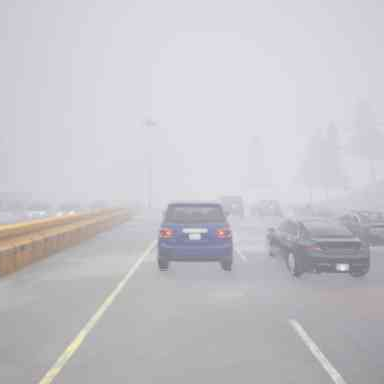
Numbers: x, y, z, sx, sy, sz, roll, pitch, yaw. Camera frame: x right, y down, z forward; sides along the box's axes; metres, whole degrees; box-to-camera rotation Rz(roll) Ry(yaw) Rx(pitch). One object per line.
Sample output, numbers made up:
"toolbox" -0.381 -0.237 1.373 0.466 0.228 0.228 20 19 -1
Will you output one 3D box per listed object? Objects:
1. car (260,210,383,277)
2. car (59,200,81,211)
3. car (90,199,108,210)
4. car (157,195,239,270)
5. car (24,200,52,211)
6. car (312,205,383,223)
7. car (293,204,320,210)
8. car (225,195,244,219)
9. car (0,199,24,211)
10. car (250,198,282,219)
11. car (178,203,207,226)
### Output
"car" 3.596 1.537 10.304 1.837 1.490 4.892 0 0 1
"car" -15.671 1.722 42.783 1.895 1.301 4.718 0 0 -8
"car" -12.400 1.675 44.618 2.033 1.411 5.357 0 0 -9
"car" 0.109 1.256 11.331 2.150 2.045 5.566 0 0 1
"car" -19.105 1.681 41.887 1.994 1.385 4.181 0 0 -8
"car" 7.123 1.535 14.019 2.128 1.511 4.902 0 0 0
"car" 10.374 1.690 28.831 1.895 1.301 4.718 0 0 -2
"car" 3.304 1.314 30.450 2.150 2.045 5.566 0 0 -3
"car" -22.665 1.608 42.130 2.128 1.511 4.902 0 0 -8
"car" 6.764 1.445 30.770 2.097 1.767 4.553 0 0 -3
"car" -0.013 1.624 25.622 2.033 1.411 5.357 0 0 -1
